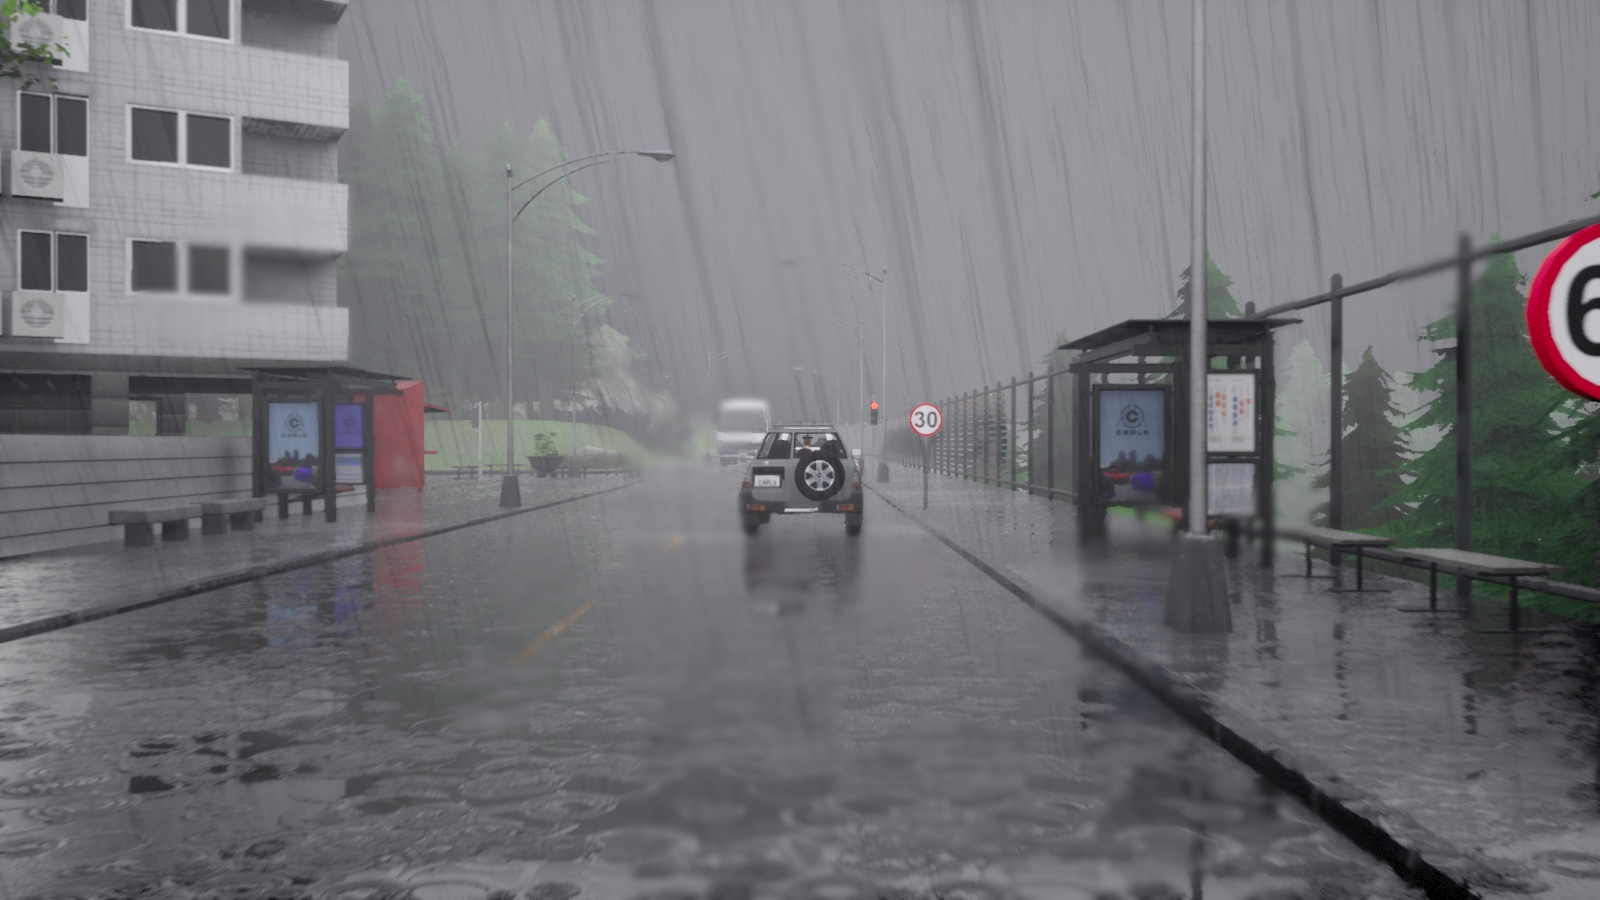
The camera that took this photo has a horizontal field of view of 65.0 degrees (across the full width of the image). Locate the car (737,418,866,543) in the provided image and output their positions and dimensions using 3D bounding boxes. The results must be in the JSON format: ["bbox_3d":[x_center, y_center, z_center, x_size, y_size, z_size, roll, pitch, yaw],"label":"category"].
[{"bbox_3d":[0.114,0.445,21.034,1.932,1.855,4.605,0,0,2],"label":"car"}]

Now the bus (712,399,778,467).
[{"bbox_3d":[-3.539,-1.108,84.287,3.944,4.253,10.273,0,0,0],"label":"bus"}]
